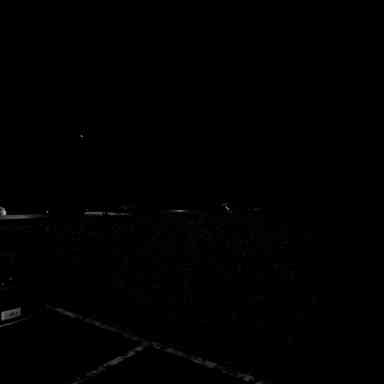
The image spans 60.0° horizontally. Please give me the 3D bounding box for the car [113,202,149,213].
[{"bbox_3d":[-8.287,2.141,47.016,1.882,1.535,5.008,0,-1,36],"label":"car"}]

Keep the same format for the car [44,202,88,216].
[{"bbox_3d":[-14.457,1.955,38.534,2.128,1.511,4.902,0,-1,36],"label":"car"}]

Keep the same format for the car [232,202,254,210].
[{"bbox_3d":[9.667,2.623,60.530,1.994,1.385,4.181,0,-1,36],"label":"car"}]

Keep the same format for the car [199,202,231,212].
[{"bbox_3d":[3.627,2.367,52.123,1.837,1.490,4.892,0,-1,36],"label":"car"}]

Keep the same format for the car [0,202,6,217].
[{"bbox_3d":[-21.908,1.822,33.802,1.837,1.490,4.892,0,-1,36],"label":"car"}]

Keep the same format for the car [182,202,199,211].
[{"bbox_3d":[1.152,2.365,54.249,2.128,1.511,4.902,0,-1,37],"label":"car"}]

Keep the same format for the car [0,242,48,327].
[{"bbox_3d":[-4.410,1.551,6.153,4.403,1.369,2.008,0,0,36],"label":"car"}]

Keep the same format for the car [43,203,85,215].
[{"bbox_3d":[-16.023,2.106,41.907,1.895,1.301,4.718,0,-1,36],"label":"car"}]

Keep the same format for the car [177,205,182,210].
[{"bbox_3d":[-0.402,2.465,57.760,2.033,1.411,5.357,0,-1,36],"label":"car"}]

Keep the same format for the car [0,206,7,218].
[{"bbox_3d":[-19.880,1.817,31.031,1.812,1.442,4.674,0,-1,36],"label":"car"}]

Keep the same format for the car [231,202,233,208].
[{"bbox_3d":[7.037,2.558,62.440,2.128,1.511,4.902,0,-1,36],"label":"car"}]

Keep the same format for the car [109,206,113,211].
[{"bbox_3d":[-10.097,2.297,50.056,1.895,1.301,4.718,0,-1,36],"label":"car"}]
